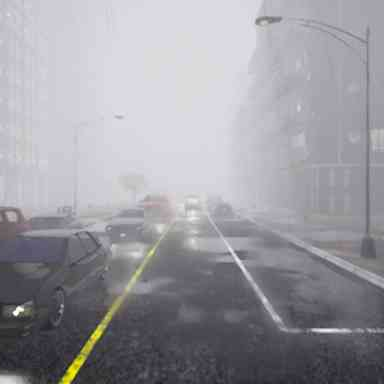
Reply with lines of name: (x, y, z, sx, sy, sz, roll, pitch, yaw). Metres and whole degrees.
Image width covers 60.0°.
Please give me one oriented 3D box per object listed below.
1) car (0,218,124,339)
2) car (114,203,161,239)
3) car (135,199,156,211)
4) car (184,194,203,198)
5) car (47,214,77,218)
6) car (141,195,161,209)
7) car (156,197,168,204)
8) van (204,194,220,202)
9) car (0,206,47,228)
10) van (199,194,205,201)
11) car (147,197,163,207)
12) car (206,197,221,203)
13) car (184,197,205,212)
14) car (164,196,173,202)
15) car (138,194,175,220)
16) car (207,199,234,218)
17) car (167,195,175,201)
car: (-3.097, 1.547, 7.131, 2.033, 1.411, 5.357, 0, 0, 0)
car: (-3.090, 1.546, 17.584, 2.033, 1.411, 5.357, 0, 0, 0)
car: (-5.668, 1.570, 40.979, 1.947, 1.339, 4.313, 0, 0, 0)
car: (0.030, 1.232, 47.836, 2.150, 2.045, 5.566, 0, 0, 0)
car: (-5.684, 1.565, 13.364, 1.947, 1.339, 4.313, 0, 0, 0)
car: (-5.665, 1.323, 46.501, 2.192, 1.841, 5.009, 0, 0, 0)
car: (-5.654, 1.574, 63.070, 2.008, 1.369, 4.403, 0, 0, 0)
van: (2.713, 1.345, 40.973, 1.690, 1.788, 3.998, 0, 0, 0)
car: (-5.688, 1.314, 7.841, 2.192, 1.841, 5.009, 0, 0, 0)
van: (2.743, 1.400, 90.679, 1.690, 1.788, 3.998, 0, 0, 0)
car: (-5.661, 1.563, 52.024, 2.008, 1.369, 4.403, 0, 0, 0)
car: (2.710, 1.527, 35.620, 1.752, 1.417, 4.829, 0, 0, 0)
car: (0.123, 1.603, 37.753, 1.895, 1.301, 4.718, 0, 0, 0)
car: (-5.644, 1.608, 79.638, 1.947, 1.339, 4.313, 0, 0, 0)
car: (-3.035, 1.221, 28.227, 2.150, 2.045, 5.566, 0, 0, 3)
car: (2.707, 1.565, 29.927, 1.947, 1.339, 4.313, 0, 0, 0)
car: (-5.638, 1.499, 90.685, 1.967, 1.590, 4.097, 0, 0, 0)
